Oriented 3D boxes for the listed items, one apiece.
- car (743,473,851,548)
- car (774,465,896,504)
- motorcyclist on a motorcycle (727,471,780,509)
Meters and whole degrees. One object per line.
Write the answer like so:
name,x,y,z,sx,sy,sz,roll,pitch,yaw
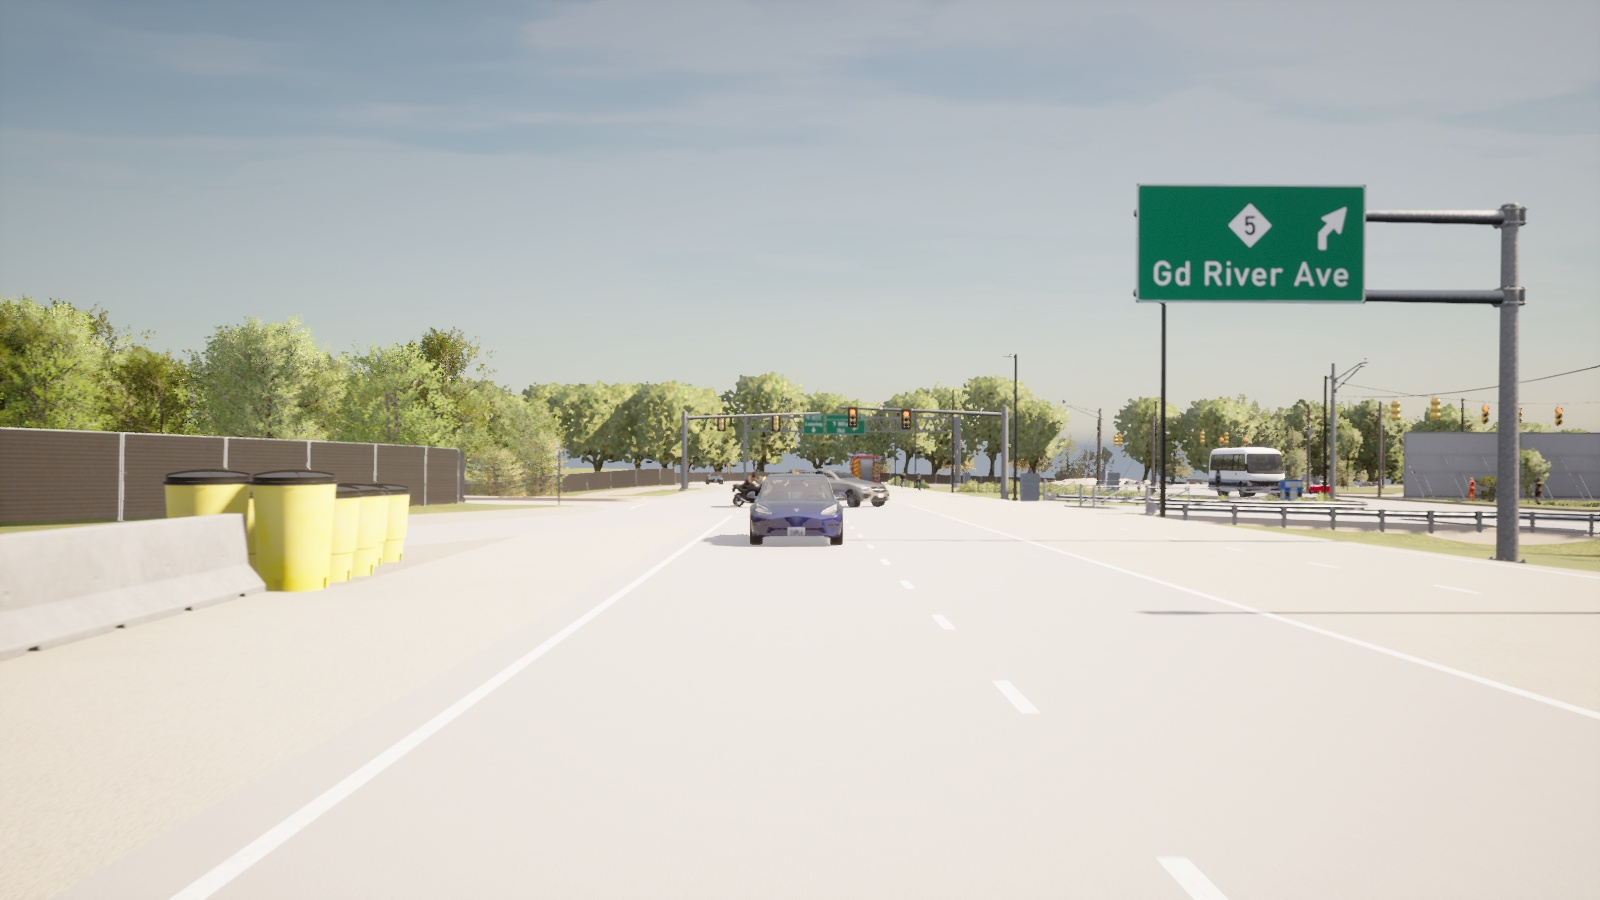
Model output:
car,-0.066,1.264,27.673,2.163,1.488,4.792,0,-1,0
car,1.475,1.477,54.450,5.027,1.651,2.152,-1,-1,38
motorcyclist on a motorcycle,-1.951,1.665,52.570,2.044,1.523,0.797,-1,2,33
